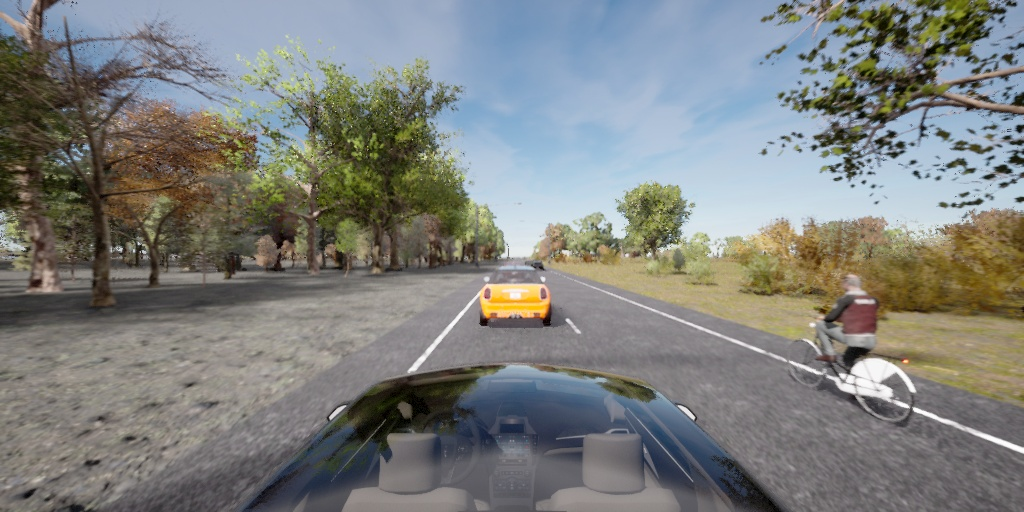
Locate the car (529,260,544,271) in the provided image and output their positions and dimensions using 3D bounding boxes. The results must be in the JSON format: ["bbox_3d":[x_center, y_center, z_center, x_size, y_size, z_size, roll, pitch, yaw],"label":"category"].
[{"bbox_3d":[3.592,1.319,52.465,1.837,1.490,4.892,0,0,0],"label":"car"}]

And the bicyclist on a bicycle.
[{"bbox_3d":[4.466,1.125,4.916,0.659,1.776,1.843,0,0,0],"label":"bicyclist on a bicycle"}]

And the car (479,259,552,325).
[{"bbox_3d":[0.097,1.114,12.066,2.097,1.767,4.553,0,0,0],"label":"car"}]

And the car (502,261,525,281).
[{"bbox_3d":[0.096,1.264,31.572,1.882,1.535,5.008,0,0,0],"label":"car"}]
